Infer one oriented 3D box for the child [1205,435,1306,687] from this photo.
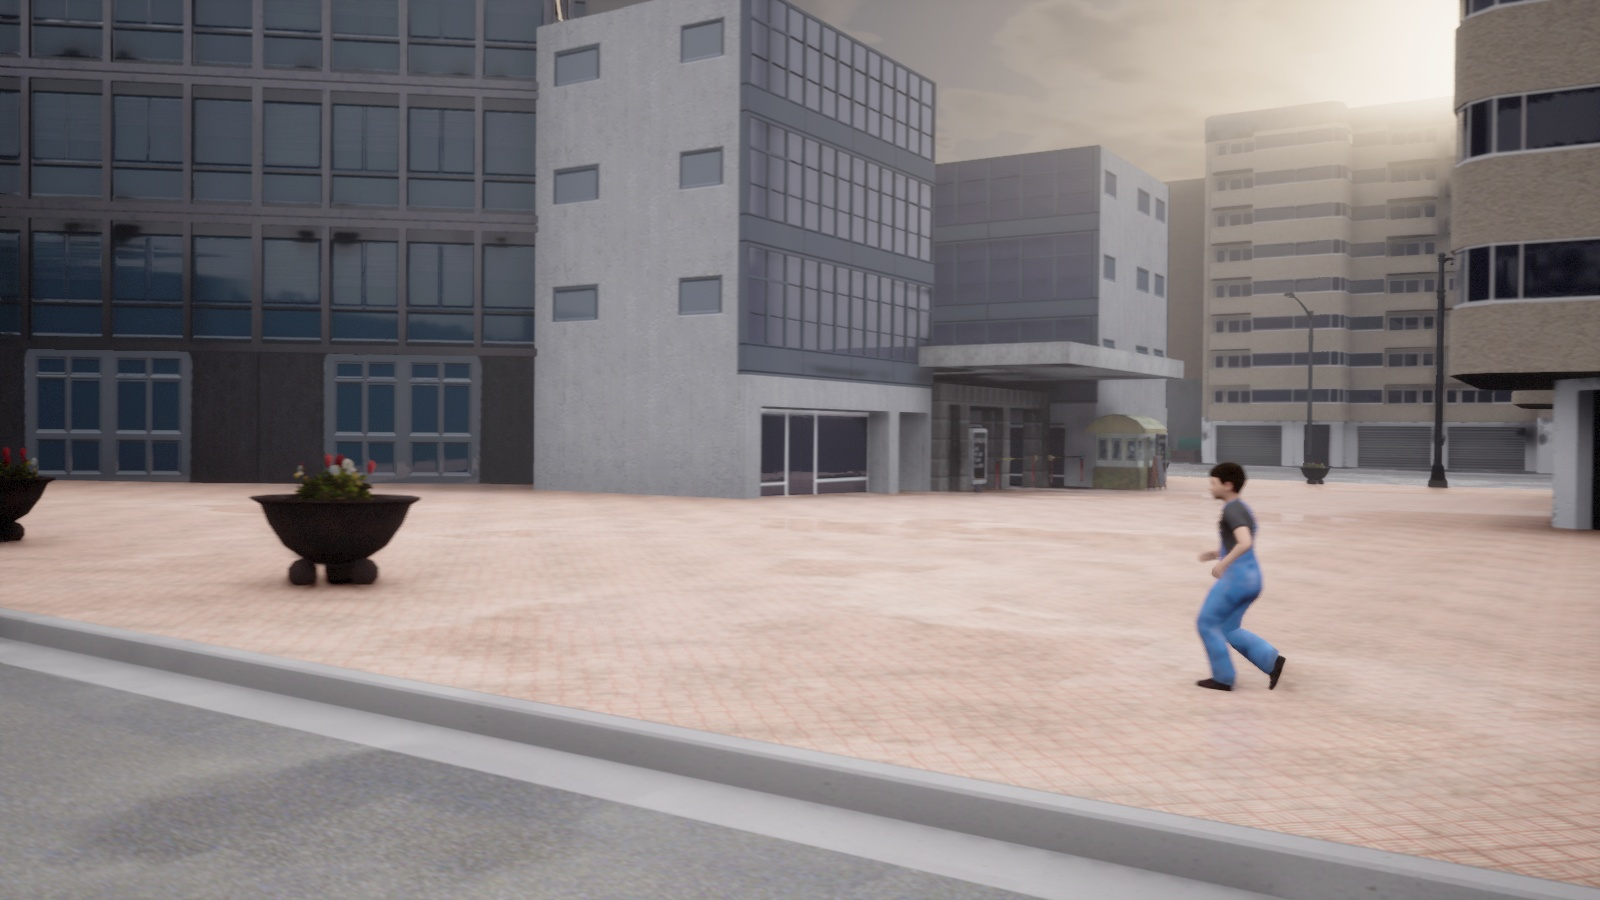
[{"bbox_3d":[2.369,0.558,6.531,0.437,1.263,0.270,0,1,34],"label":"child"}]
